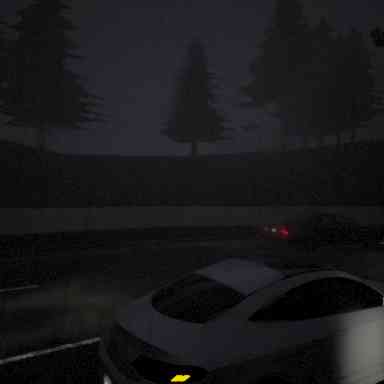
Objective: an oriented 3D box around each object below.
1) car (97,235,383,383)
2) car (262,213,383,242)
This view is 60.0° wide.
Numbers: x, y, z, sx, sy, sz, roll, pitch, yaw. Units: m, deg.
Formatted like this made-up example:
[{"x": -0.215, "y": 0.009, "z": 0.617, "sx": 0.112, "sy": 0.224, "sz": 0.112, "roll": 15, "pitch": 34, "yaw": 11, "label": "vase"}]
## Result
[{"x": 1.248, "y": 1.534, "z": 4.122, "sx": 4.674, "sy": 1.442, "sz": 1.812, "roll": 1, "pitch": 0, "yaw": -30, "label": "car"}, {"x": 5.638, "y": 1.602, "z": 14.031, "sx": 5.357, "sy": 1.411, "sz": 2.033, "roll": 1, "pitch": 0, "yaw": -19, "label": "car"}]
